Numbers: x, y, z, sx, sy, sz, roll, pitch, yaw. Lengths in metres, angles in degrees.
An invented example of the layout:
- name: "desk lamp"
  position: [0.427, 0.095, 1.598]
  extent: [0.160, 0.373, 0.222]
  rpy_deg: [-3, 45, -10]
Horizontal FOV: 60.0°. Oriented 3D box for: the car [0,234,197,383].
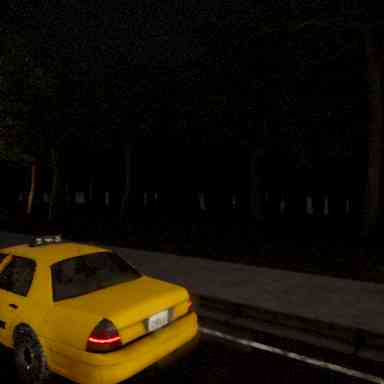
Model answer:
- name: "car"
  position: [-2.474, 1.457, 5.323]
  extent: [5.366, 1.575, 1.801]
  rpy_deg: [0, 0, 35]
